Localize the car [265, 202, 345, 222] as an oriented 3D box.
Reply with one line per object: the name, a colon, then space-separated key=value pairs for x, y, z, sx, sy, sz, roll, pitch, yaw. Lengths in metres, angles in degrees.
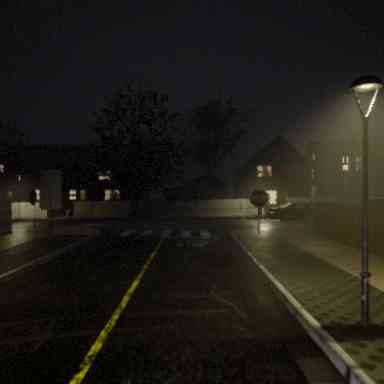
car: x=7.716 y=1.358 z=22.582 sx=5.357 sy=1.411 sz=2.033 roll=-1 pitch=-1 yaw=0
